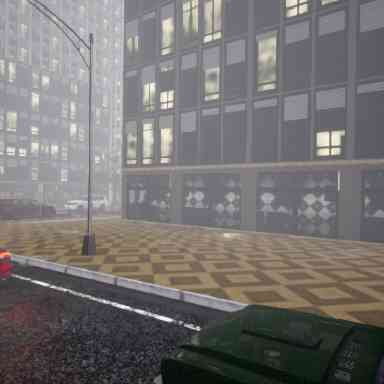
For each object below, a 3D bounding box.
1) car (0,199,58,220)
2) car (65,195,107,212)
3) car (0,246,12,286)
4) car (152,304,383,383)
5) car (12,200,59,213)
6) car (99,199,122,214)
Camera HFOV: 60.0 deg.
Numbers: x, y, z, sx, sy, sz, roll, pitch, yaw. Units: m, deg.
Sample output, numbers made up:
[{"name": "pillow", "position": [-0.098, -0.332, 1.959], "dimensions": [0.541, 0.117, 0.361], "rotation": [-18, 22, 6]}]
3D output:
[{"name": "car", "position": [-14.875, 1.519, 29.961], "dimensions": [2.192, 1.841, 5.009], "rotation": [1, 0, 36]}, {"name": "car", "position": [-13.178, 1.427, 42.030], "dimensions": [2.150, 2.045, 5.566], "rotation": [1, 0, 37]}, {"name": "car", "position": [-6.128, 1.521, 8.019], "dimensions": [4.674, 1.442, 1.812], "rotation": [0, 0, 35]}, {"name": "car", "position": [1.983, 1.601, 2.272], "dimensions": [4.718, 1.301, 1.895], "rotation": [0, 0, 35]}, {"name": "car", "position": [-18.395, 1.643, 39.327], "dimensions": [1.752, 1.417, 4.829], "rotation": [1, 0, 36]}, {"name": "car", "position": [-8.099, 1.830, 39.189], "dimensions": [1.752, 1.417, 4.829], "rotation": [1, 0, 36]}]
